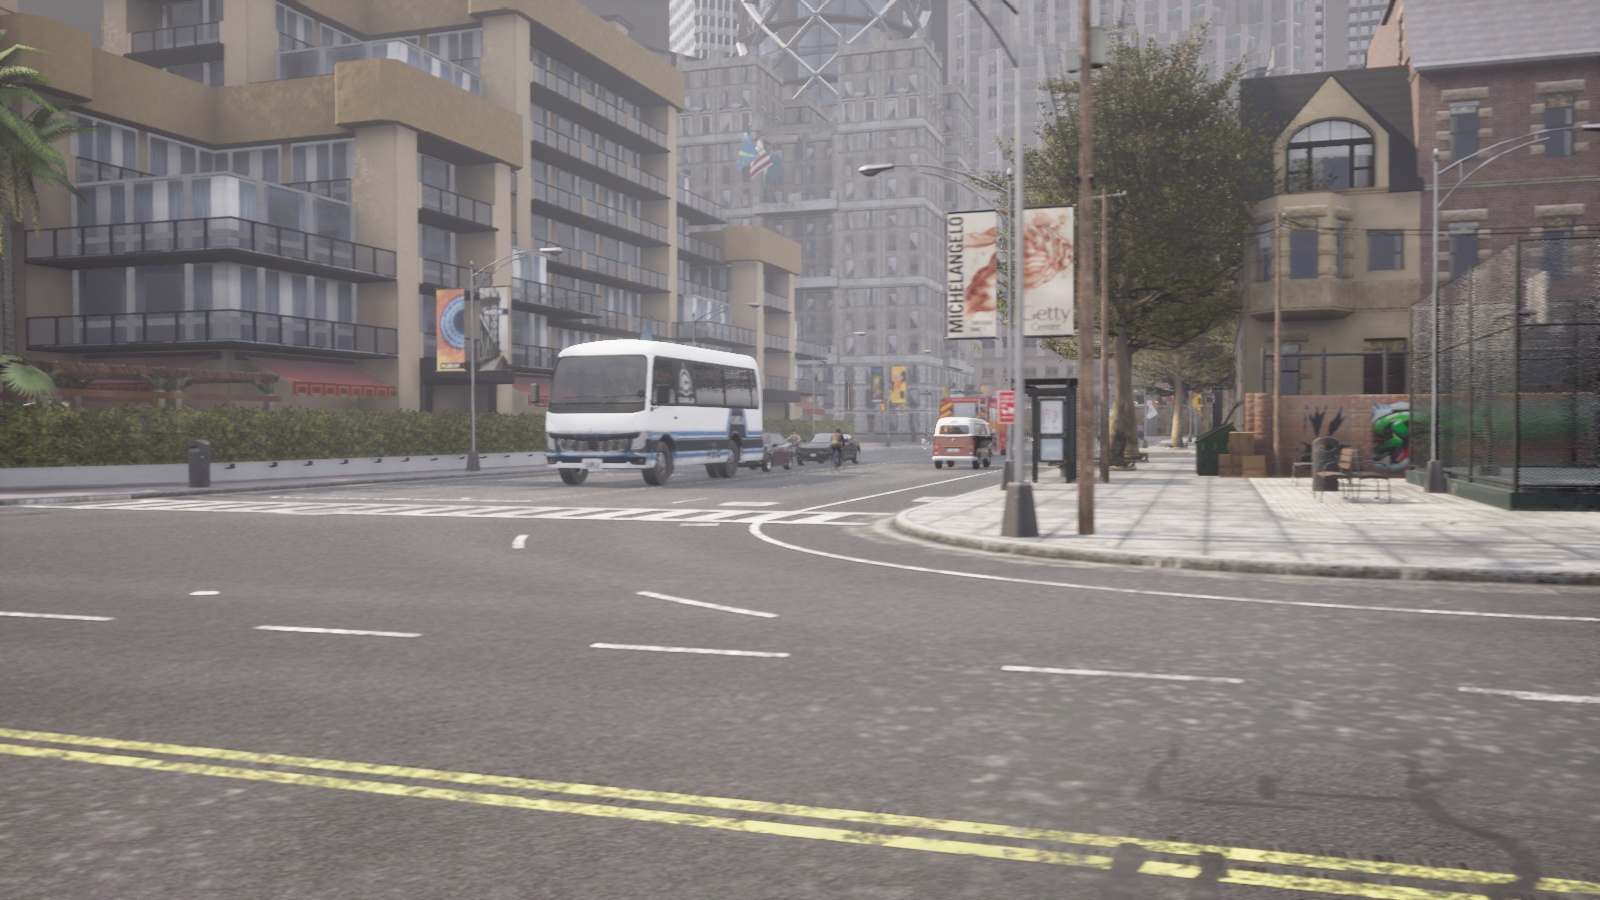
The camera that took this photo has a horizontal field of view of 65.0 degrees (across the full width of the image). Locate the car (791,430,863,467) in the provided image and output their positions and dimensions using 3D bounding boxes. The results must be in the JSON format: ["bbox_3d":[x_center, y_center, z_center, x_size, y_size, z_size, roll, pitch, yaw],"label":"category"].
[{"bbox_3d":[1.270,-0.100,56.812,1.882,1.535,5.008,1,1,18],"label":"car"}]

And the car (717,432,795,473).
[{"bbox_3d":[-1.620,0.067,47.942,1.845,1.501,3.633,1,1,18],"label":"car"}]

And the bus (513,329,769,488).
[{"bbox_3d":[-4.508,-1.194,39.140,3.944,4.253,10.273,1,1,18],"label":"bus"}]

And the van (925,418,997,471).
[{"bbox_3d":[6.549,-0.238,50.782,2.069,2.038,4.480,1,1,18],"label":"van"}]

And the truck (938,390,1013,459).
[{"bbox_3d":[10.342,-1.473,73.326,2.891,3.827,8.468,1,1,18],"label":"truck"}]
